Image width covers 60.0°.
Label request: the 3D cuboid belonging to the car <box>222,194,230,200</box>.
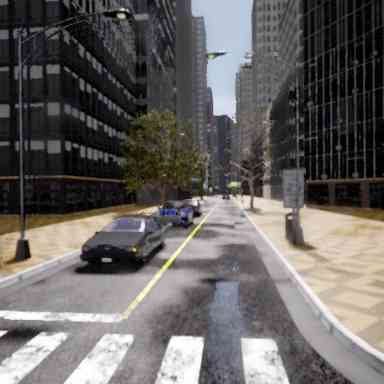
[{"bbox_3d":[9.283,1.330,90.530,2.097,1.767,4.553,-1,0,6],"label":"car"}]

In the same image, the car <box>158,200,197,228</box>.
[{"bbox_3d":[-1.119,1.362,22.225,2.097,1.767,4.553,-1,0,6],"label":"car"}]

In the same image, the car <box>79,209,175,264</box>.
[{"bbox_3d":[-2.189,1.569,12.221,2.033,1.411,5.357,-1,0,6],"label":"car"}]

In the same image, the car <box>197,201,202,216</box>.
[{"bbox_3d":[-0.004,1.549,32.656,2.033,1.411,5.357,-1,0,5],"label":"car"}]
